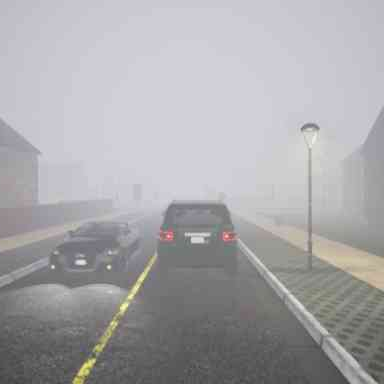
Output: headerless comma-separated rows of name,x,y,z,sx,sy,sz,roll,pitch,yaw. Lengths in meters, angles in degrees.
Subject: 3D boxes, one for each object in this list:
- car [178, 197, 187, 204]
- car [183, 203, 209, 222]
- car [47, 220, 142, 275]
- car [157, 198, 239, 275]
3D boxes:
car,-2.175,2.000,78.938,1.994,1.385,4.181,0,-1,0
car,0.289,1.646,27.591,1.994,1.385,4.181,0,0,0
car,-2.776,1.578,10.341,1.994,1.385,4.181,0,0,0
car,0.164,1.240,10.675,2.150,2.045,5.566,0,0,1
